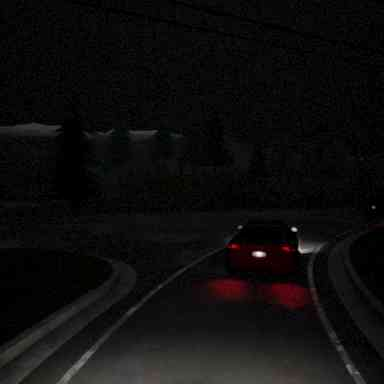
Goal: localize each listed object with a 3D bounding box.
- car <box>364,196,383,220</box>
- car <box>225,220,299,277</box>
[{"bbox_3d":[16.715,1.313,27.473,5.566,2.045,2.150,0,-1,-27],"label":"car"},{"bbox_3d":[2.340,1.589,10.525,1.994,1.385,4.181,0,0,17],"label":"car"}]
